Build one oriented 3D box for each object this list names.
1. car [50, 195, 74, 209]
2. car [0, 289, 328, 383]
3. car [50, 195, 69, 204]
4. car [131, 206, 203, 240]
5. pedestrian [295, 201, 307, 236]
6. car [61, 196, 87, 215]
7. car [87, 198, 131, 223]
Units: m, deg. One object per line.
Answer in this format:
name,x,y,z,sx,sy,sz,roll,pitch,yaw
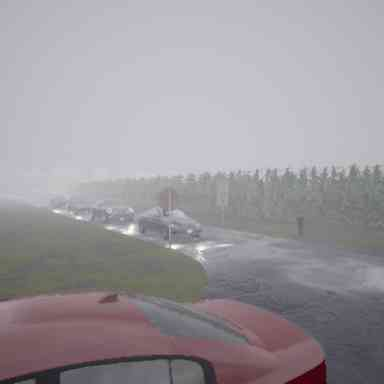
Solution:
car,-16.336,1.387,41.294,1.895,1.301,4.718,1,0,-32
car,-1.303,1.509,1.994,5.008,1.535,1.882,0,-1,-32
car,-22.642,1.226,56.888,2.128,1.511,4.902,1,0,-32
car,-1.262,1.487,17.014,1.812,1.442,4.674,1,0,-30
pedestrian,5.656,1.362,17.285,0.375,1.860,0.375,2,-2,-32
car,-10.981,1.394,32.661,2.033,1.411,5.357,1,0,-32
car,-5.907,1.258,24.527,2.097,1.767,4.553,1,0,-32
